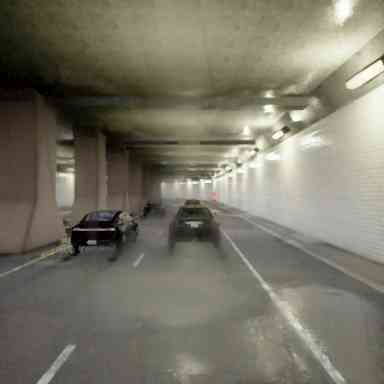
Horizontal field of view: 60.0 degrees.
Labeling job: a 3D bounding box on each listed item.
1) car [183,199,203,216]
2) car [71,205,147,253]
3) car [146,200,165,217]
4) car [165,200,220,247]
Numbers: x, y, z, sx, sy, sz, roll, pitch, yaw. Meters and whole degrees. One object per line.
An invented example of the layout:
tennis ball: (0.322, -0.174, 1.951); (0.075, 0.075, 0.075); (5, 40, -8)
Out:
car: (0.112, 1.487, 33.175); (1.882, 1.535, 5.008); (0, 0, 0)
car: (-3.395, 1.496, 13.716); (2.128, 1.511, 4.902); (0, 0, 0)
car: (-3.388, 1.500, 31.558); (2.128, 1.511, 4.902); (0, 0, 0)
car: (0.105, 1.356, 15.246); (2.097, 1.767, 4.553); (0, 0, 0)
